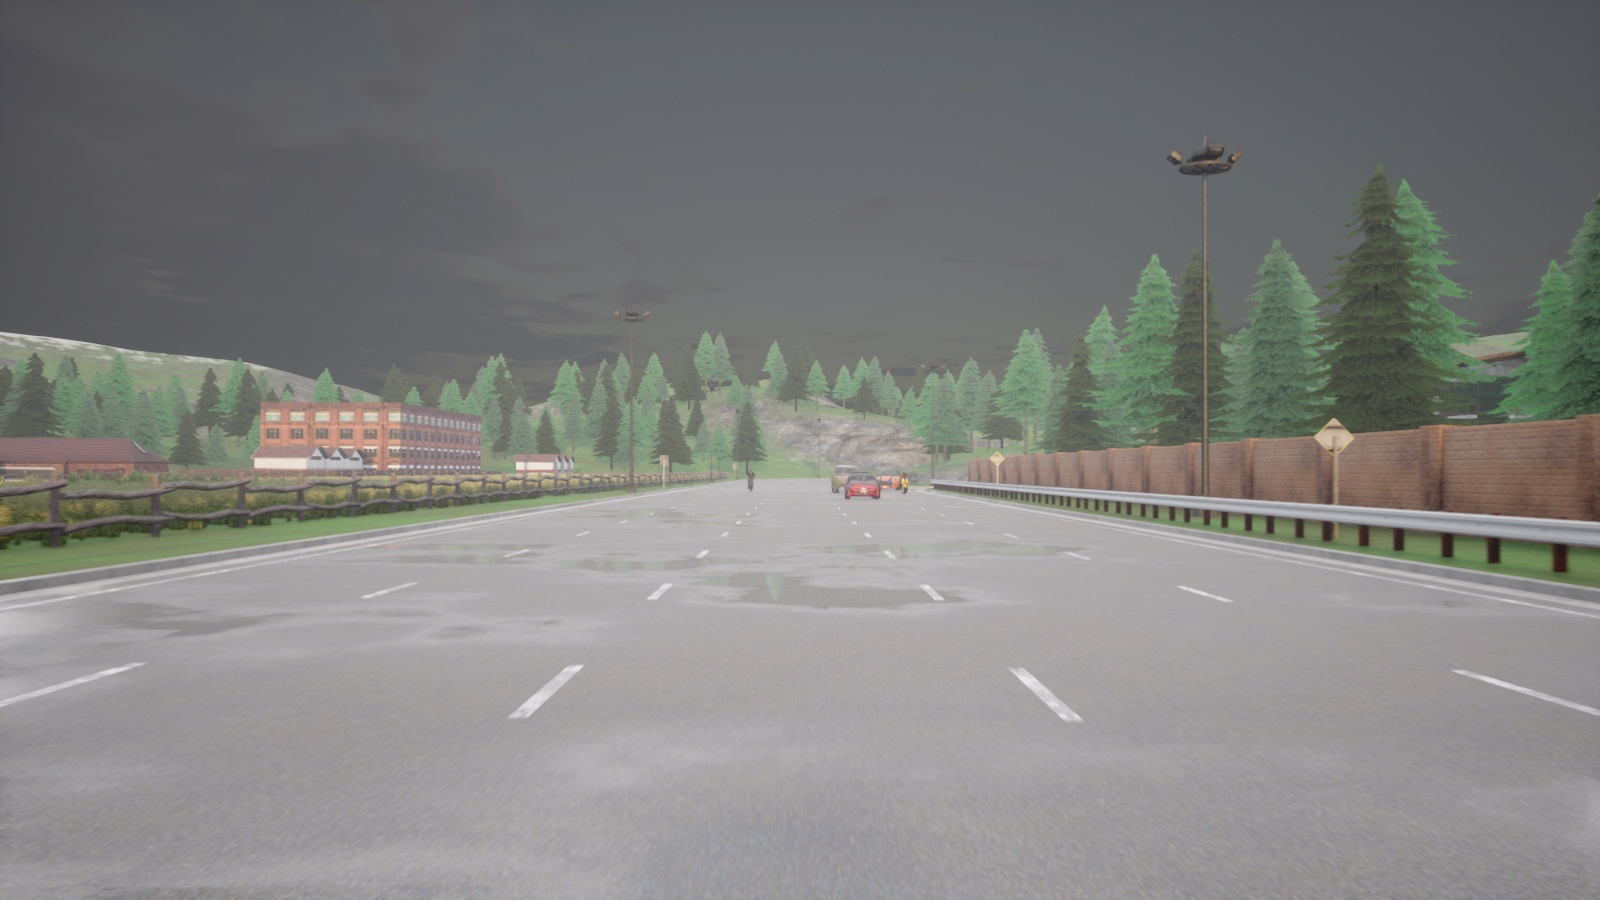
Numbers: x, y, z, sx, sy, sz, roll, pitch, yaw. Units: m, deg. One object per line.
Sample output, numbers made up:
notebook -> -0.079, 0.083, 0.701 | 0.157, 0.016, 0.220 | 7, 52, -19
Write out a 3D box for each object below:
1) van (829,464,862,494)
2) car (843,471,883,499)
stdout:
van -> 3.234, 2.037, 88.689 | 1.775, 1.987, 4.442 | 1, -1, 9
car -> 3.472, 1.919, 70.098 | 2.007, 1.525, 4.514 | 0, -1, 0
